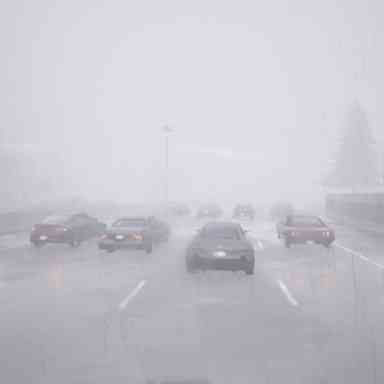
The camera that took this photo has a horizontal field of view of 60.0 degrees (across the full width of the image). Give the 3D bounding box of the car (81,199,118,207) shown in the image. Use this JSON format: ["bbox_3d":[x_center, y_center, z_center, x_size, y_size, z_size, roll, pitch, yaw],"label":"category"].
[{"bbox_3d":[-10.795,1.802,40.521,2.128,1.511,4.902,0,-1,18],"label":"car"}]

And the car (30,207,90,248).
[{"bbox_3d":[-5.518,1.640,15.344,1.812,1.442,4.674,0,0,8],"label":"car"}]

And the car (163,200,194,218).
[{"bbox_3d":[-1.541,1.809,34.181,1.812,1.442,4.674,0,-1,16],"label":"car"}]

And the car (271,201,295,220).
[{"bbox_3d":[8.641,1.641,31.615,2.097,1.767,4.553,0,0,16],"label":"car"}]

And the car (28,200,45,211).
[{"bbox_3d":[-20.199,1.833,45.591,1.837,1.490,4.892,0,-1,18],"label":"car"}]

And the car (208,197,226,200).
[{"bbox_3d":[6.333,1.984,77.562,2.097,1.767,4.553,0,-1,32],"label":"car"}]

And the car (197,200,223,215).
[{"bbox_3d":[1.904,1.851,33.493,1.994,1.385,4.181,0,-1,16],"label":"car"}]

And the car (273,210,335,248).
[{"bbox_3d":[5.103,1.747,15.585,1.895,1.301,4.718,0,0,9],"label":"car"}]

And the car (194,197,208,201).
[{"bbox_3d":[3.173,1.982,79.114,2.097,1.767,4.553,0,-1,32],"label":"car"}]

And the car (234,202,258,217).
[{"bbox_3d":[5.218,1.791,32.394,1.837,1.490,4.892,0,-1,16],"label":"car"}]

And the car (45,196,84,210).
[{"bbox_3d":[-16.696,1.553,45.131,2.150,2.045,5.566,0,0,19],"label":"car"}]

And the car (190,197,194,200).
[{"bbox_3d":[0.661,2.047,81.682,1.812,1.442,4.674,0,-1,32],"label":"car"}]

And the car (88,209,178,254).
[{"bbox_3d":[-2.195,1.661,14.155,2.033,1.411,5.357,0,0,7],"label":"car"}]

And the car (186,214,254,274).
[{"bbox_3d":[0.976,1.661,10.992,1.994,1.385,4.181,0,0,7],"label":"car"}]

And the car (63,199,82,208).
[{"bbox_3d":[-13.895,1.881,42.315,1.994,1.385,4.181,0,-1,18],"label":"car"}]

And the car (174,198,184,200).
[{"bbox_3d":[-3.370,2.184,81.830,1.994,1.385,4.181,0,-1,31],"label":"car"}]
